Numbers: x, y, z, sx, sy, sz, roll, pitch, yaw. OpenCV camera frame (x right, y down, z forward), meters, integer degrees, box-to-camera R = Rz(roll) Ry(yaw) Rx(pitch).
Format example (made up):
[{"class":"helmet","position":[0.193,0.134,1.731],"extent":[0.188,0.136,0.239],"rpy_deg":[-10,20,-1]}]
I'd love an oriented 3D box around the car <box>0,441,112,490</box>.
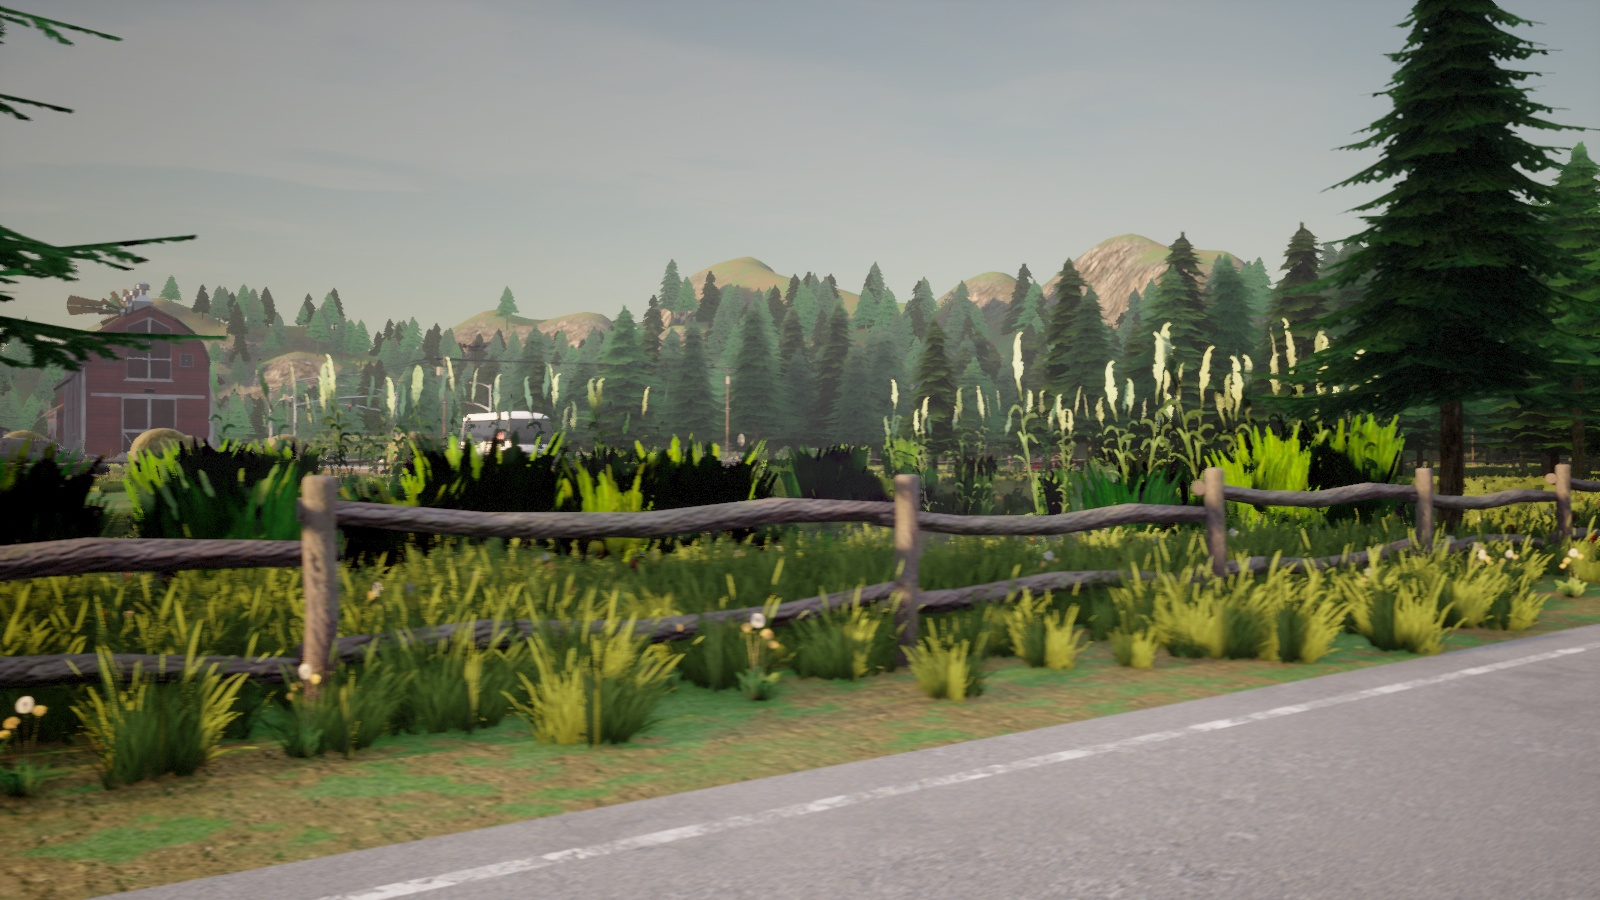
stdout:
[{"class":"car","position":[-32.941,0.636,54.230],"extent":[5.566,2.045,2.150],"rpy_deg":[0,0,-31]}]

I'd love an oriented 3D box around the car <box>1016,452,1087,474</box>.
[{"class":"car","position":[17.759,0.879,88.607],"extent":[5.008,1.535,1.882],"rpy_deg":[0,0,-32]}]

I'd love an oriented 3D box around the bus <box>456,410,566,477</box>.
[{"class":"bus","position":[-19.768,-0.375,85.344],"extent":[3.944,4.253,10.273],"rpy_deg":[0,0,-33]}]
